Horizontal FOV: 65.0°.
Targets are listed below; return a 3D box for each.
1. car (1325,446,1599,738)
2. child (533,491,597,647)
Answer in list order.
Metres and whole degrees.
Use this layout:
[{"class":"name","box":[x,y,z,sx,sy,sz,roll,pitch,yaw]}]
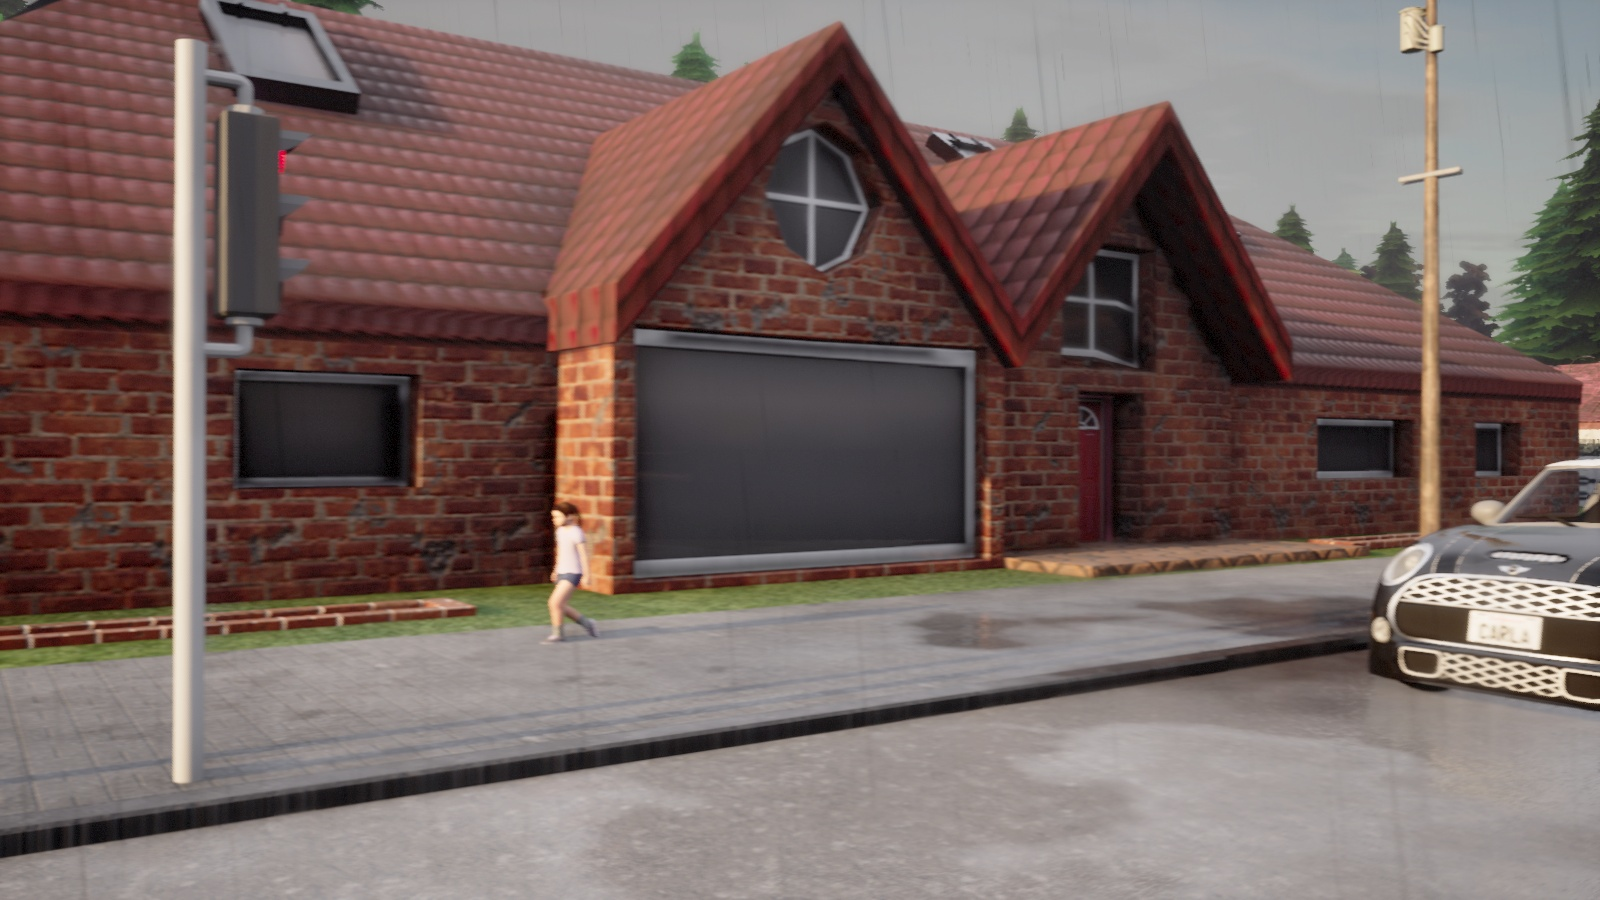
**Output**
[{"class":"car","box":[5.314,0.718,7.854,3.806,1.475,1.970,0,0,-34]},{"class":"child","box":[-1.732,0.860,9.254,0.394,1.110,0.255,0,0,-34]}]
